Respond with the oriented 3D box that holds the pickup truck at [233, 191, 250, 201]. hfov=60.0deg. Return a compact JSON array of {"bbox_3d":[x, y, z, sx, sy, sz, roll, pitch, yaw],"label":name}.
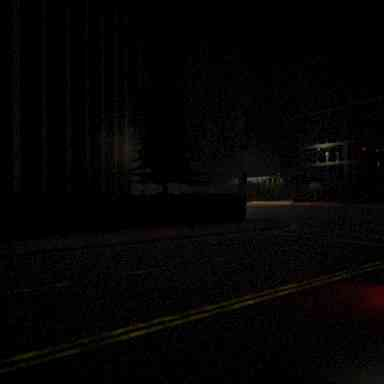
[{"bbox_3d":[10.062,0.814,68.778,2.390,2.098,6.274,0,0,-6],"label":"pickup truck"}]
